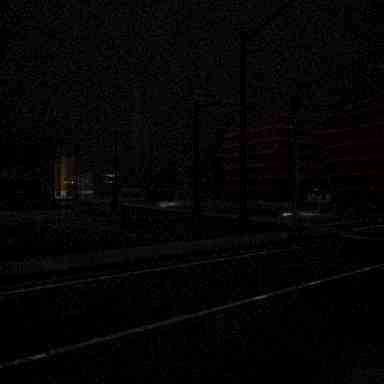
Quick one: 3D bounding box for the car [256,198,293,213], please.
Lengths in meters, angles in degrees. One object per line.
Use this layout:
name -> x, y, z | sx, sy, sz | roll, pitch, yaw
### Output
car -> 8.786, 1.355, 35.225 | 1.812, 1.442, 4.674 | 0, 1, -34

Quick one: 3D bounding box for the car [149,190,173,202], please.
car -> -5.289, 0.631, 55.789 | 2.150, 2.045, 5.566 | 0, 1, -34
